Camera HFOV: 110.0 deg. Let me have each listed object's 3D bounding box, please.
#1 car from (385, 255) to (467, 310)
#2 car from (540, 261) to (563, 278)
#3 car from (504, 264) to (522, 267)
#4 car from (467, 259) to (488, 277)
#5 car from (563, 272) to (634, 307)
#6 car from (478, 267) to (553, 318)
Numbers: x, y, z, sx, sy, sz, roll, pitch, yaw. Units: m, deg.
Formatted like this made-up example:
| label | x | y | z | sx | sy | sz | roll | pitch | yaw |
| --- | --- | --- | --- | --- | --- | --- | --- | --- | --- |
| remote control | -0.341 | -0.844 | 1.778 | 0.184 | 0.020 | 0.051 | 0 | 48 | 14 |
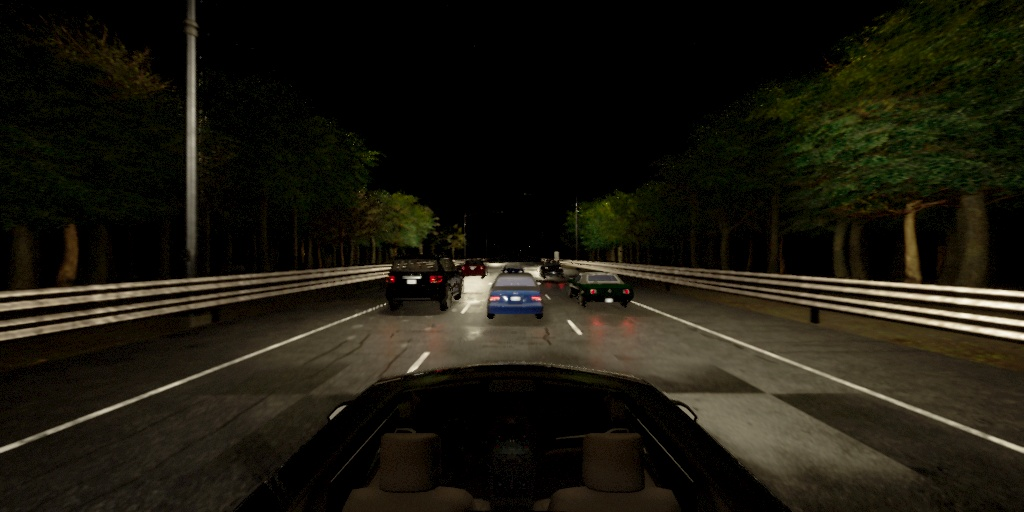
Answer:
| label | x | y | z | sx | sy | sz | roll | pitch | yaw |
| --- | --- | --- | --- | --- | --- | --- | --- | --- | --- |
| car | -3.398 | 0.972 | 14.834 | 2.150 | 2.045 | 5.566 | 0 | 0 | 0 |
| car | 3.604 | 1.243 | 33.225 | 2.128 | 1.511 | 4.902 | 0 | 0 | 0 |
| car | 0.104 | 1.353 | 32.080 | 1.895 | 1.301 | 4.718 | 0 | 0 | 0 |
| car | -3.396 | 1.104 | 32.995 | 2.097 | 1.767 | 4.553 | 0 | 0 | 0 |
| car | 3.602 | 1.352 | 15.493 | 1.895 | 1.301 | 4.718 | 0 | 0 | 0 |
| car | 0.102 | 1.298 | 13.019 | 2.033 | 1.411 | 5.357 | 0 | 0 | 0 |
